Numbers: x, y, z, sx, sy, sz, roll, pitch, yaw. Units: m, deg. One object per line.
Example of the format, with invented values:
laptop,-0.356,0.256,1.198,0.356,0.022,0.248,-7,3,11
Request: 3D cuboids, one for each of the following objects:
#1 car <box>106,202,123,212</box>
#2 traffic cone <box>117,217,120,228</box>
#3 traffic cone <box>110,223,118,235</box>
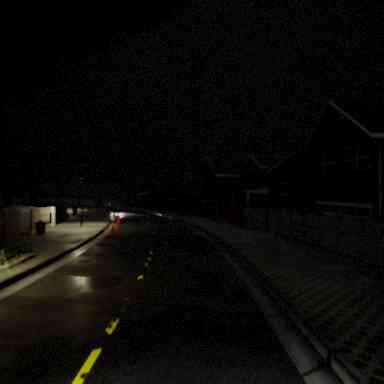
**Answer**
car,-11.887,2.318,51.013,2.128,1.511,4.902,0,-1,-25
traffic cone,-5.518,2.373,24.726,0.340,0.580,0.340,0,-1,-10
traffic cone,-4.765,2.278,19.901,0.340,0.580,0.340,0,-1,-8
